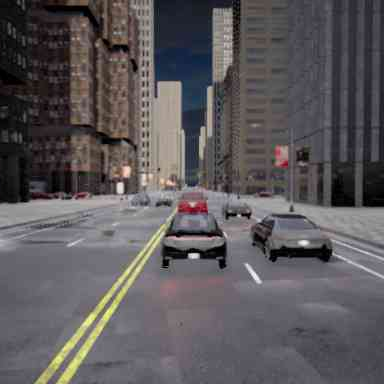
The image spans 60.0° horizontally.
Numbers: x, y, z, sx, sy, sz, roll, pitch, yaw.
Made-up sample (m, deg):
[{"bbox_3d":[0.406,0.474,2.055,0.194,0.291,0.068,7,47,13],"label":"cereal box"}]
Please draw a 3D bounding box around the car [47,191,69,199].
[{"bbox_3d":[-30.153,0.703,74.872,4.097,1.590,1.967,0,2,0],"label":"car"}]

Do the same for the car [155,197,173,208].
[{"bbox_3d":[-3.344,1.209,39.993,1.895,1.301,4.718,0,1,0],"label":"car"}]

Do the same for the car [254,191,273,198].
[{"bbox_3d":[16.684,0.543,78.000,4.097,1.590,1.967,0,2,0],"label":"car"}]

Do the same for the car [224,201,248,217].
[{"bbox_3d":[3.315,1.358,25.555,1.895,1.301,4.718,0,1,0],"label":"car"}]

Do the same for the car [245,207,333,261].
[{"bbox_3d":[3.322,1.454,11.848,1.994,1.385,4.181,0,1,0],"label":"car"}]

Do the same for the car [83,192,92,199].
[{"bbox_3d":[-24.729,0.683,74.875,4.097,1.590,1.967,0,2,0],"label":"car"}]

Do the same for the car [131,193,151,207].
[{"bbox_3d":[-6.586,0.925,43.205,2.097,1.767,4.553,0,1,0],"label":"car"}]

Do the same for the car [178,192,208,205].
[{"bbox_3d":[0.069,0.977,25.885,2.150,2.045,5.566,0,1,0],"label":"car"}]

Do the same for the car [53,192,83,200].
[{"bbox_3d":[-24.726,1.023,66.356,4.313,1.339,1.947,0,2,0],"label":"car"}]

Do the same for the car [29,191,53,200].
[{"bbox_3d":[-30.152,0.792,66.346,5.009,1.841,2.192,0,2,0],"label":"car"}]

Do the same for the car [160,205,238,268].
[{"bbox_3d":[0.066,1.391,10.917,2.128,1.511,4.902,0,1,0],"label":"car"}]
